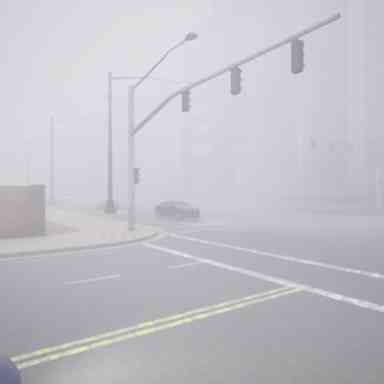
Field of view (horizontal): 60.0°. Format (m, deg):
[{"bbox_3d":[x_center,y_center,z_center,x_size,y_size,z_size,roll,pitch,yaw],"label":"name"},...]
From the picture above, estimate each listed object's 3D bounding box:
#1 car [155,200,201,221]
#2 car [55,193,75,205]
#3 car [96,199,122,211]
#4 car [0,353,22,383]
[{"bbox_3d":[-1.238,1.443,27.392,1.882,1.535,5.008,0,0,-35],"label":"car"},{"bbox_3d":[-21.734,1.207,56.862,2.150,2.045,5.566,0,0,-35],"label":"car"},{"bbox_3d":[-9.952,1.529,39.833,1.994,1.385,4.181,0,0,-35],"label":"car"},{"bbox_3d":[-3.306,1.530,1.422,4.674,1.442,1.812,0,0,-35],"label":"car"}]
